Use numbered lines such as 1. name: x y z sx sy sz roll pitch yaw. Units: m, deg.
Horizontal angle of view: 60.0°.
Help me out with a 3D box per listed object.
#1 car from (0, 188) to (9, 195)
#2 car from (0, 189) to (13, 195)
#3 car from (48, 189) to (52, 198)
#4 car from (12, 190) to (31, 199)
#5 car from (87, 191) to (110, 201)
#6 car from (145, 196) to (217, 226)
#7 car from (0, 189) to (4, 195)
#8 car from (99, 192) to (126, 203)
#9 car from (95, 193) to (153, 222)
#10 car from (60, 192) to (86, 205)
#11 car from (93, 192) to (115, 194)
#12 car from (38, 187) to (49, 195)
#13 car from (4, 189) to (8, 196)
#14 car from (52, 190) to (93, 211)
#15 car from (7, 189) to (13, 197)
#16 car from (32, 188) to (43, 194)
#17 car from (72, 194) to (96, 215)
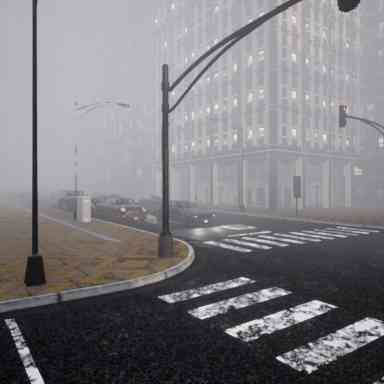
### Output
1. car: -43.541 -0.112 76.622 1.887 1.381 4.507 1 0 -36
2. car: -40.298 0.016 72.089 1.947 1.339 4.313 1 0 -36
3. car: -23.115 0.378 58.000 1.812 1.442 4.674 0 1 -36
4. car: -27.324 0.422 53.955 1.887 1.381 4.507 1 0 -36
5. car: -14.062 0.644 49.821 1.947 1.339 4.313 1 0 -36
6. car: -0.695 1.232 21.180 2.033 1.411 5.357 0 1 -34
7. car: -37.054 0.107 67.556 2.008 1.369 4.403 1 0 -36
8. car: -10.915 0.707 45.425 1.752 1.417 4.829 1 0 -36
9. car: -4.617 1.069 22.222 1.967 1.590 4.097 1 0 -36
10. car: -14.520 0.753 40.520 1.812 1.442 4.674 0 1 -35
11. car: -6.827 0.974 29.738 2.128 1.511 4.902 0 1 -36
12. car: -33.529 -0.020 77.031 1.887 1.381 4.507 1 0 -36
13. car: -33.811 0.208 63.022 1.887 1.381 4.507 1 0 -36
14. car: -11.101 0.729 31.288 2.192 1.841 5.009 1 0 -36
15. car: -30.567 0.321 58.489 2.008 1.369 4.403 1 0 -36
16. car: -40.019 -0.213 86.102 1.947 1.339 4.313 1 0 -36
17. car: -7.864 1.103 26.756 1.802 1.307 4.206 1 0 -36
